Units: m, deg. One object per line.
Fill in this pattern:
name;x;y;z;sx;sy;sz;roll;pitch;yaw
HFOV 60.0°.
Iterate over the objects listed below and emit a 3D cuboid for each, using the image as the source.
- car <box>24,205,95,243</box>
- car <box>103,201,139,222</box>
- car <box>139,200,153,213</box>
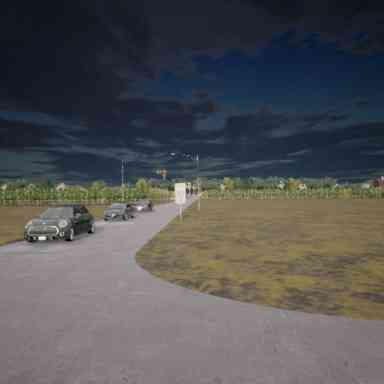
car;-6.666;1.497;17.178;2.097;1.767;4.553;-2;0;2
car;-6.296;1.698;28.980;1.837;1.490;4.892;-2;-1;2
car;-5.923;1.742;40.572;2.128;1.511;4.902;-2;0;2
